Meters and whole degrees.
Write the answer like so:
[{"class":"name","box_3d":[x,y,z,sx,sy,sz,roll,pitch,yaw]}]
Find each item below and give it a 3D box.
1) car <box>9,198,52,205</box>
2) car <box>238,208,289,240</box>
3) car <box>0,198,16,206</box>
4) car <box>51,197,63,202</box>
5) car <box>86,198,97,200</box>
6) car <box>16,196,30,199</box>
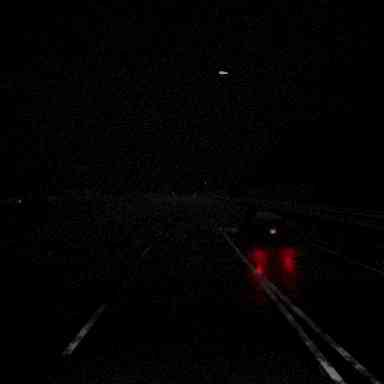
[{"class":"car","box_3d":[-17.586,1.648,36.517,1.895,1.301,4.718,0,0,0]},{"class":"car","box_3d":[3.544,1.550,16.940,1.812,1.442,4.674,0,0,-1]},{"class":"car","box_3d":[-24.547,1.654,41.570,1.895,1.301,4.718,0,0,0]},{"class":"car","box_3d":[-24.497,1.647,59.264,1.812,1.442,4.674,0,0,0]},{"class":"car","box_3d":[-17.503,1.655,58.278,1.994,1.385,4.181,0,0,0]},{"class":"car","box_3d":[-28.009,1.430,54.573,2.097,1.767,4.553,0,0,0]}]
